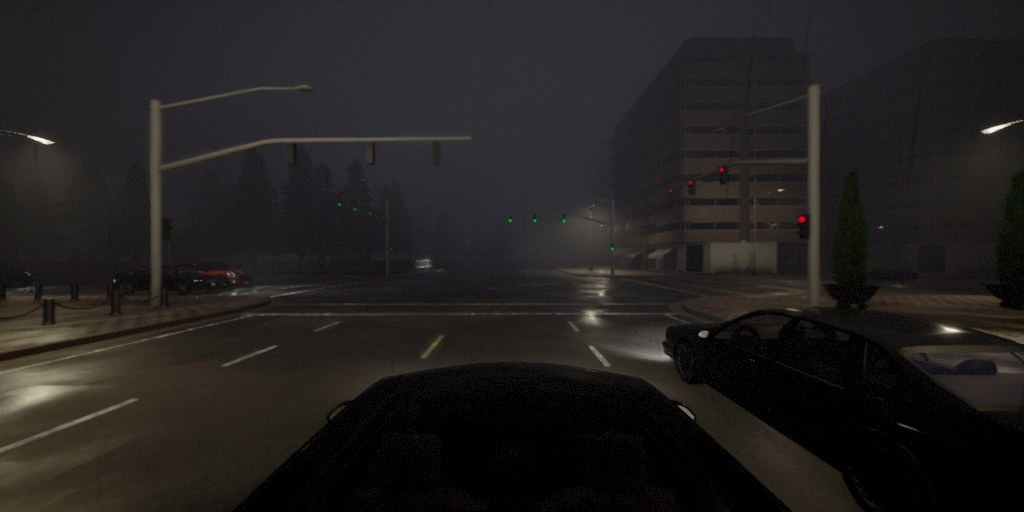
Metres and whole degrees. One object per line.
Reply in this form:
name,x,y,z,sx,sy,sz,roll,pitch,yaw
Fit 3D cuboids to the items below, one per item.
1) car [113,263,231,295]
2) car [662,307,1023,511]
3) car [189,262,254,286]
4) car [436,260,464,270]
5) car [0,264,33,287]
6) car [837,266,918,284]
car,-19.038,1.312,19.906,4.902,1.511,2.128,0,0,0
car,3.600,1.299,3.973,2.033,1.411,5.357,0,0,0
car,-19.578,1.176,23.405,4.553,1.767,2.097,0,0,0
car,-9.084,1.331,52.501,1.895,1.301,4.718,5,1,24
car,-34.465,1.176,23.323,4.553,1.767,2.097,0,0,0
car,27.694,1.425,27.373,4.718,1.301,1.895,0,0,0
